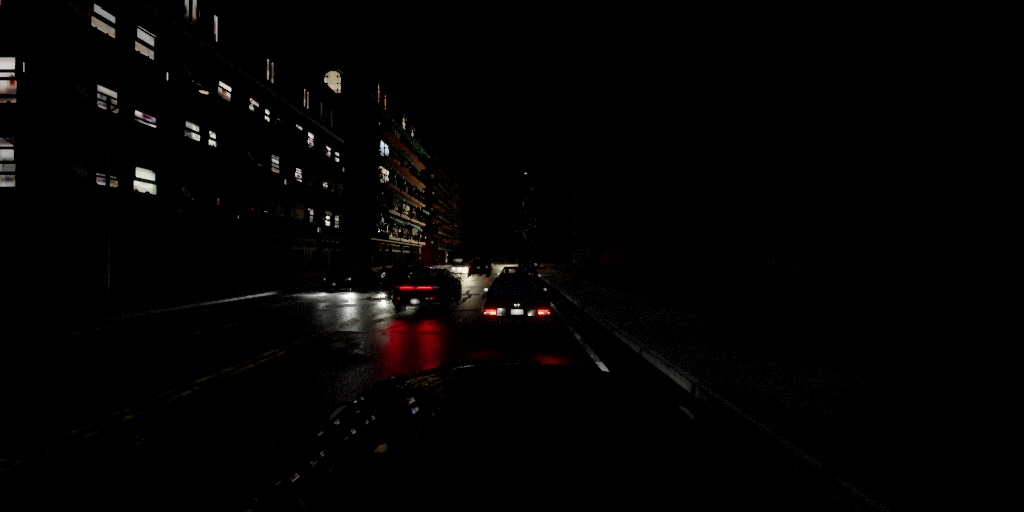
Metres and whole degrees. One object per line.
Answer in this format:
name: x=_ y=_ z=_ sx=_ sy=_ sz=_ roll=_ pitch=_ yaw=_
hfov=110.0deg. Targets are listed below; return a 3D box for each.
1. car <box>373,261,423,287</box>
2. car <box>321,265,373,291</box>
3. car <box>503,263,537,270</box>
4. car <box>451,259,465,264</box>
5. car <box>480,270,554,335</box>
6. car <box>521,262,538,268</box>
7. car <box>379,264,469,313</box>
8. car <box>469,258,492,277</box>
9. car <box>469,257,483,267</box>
car: x=-6.581 y=1.105 z=22.366 sx=2.097 sy=1.767 sz=4.553 roll=0 pitch=0 yaw=0
car: x=-9.831 y=1.278 z=22.127 sx=1.812 sy=1.442 sz=4.674 roll=0 pitch=0 yaw=0
car: x=0.118 y=1.300 z=20.886 sx=2.033 sy=1.411 sz=5.357 roll=0 pitch=0 yaw=0
car: x=-9.739 y=1.242 z=64.716 sx=2.128 sy=1.511 sz=4.902 roll=0 pitch=0 yaw=1
car: x=0.110 y=1.299 z=10.525 sx=2.033 sy=1.411 sz=5.357 roll=0 pitch=0 yaw=0
car: x=1.165 y=1.259 z=30.653 sx=1.837 sy=1.490 sz=4.892 roll=0 pitch=0 yaw=0
car: x=-3.139 y=1.242 z=14.001 sx=2.128 sy=1.511 sz=4.902 roll=0 pitch=0 yaw=0
car: x=-3.119 y=1.104 z=35.791 sx=2.097 sy=1.767 sz=4.553 roll=0 pitch=0 yaw=0
car: x=-6.493 y=1.103 z=64.602 sx=2.097 sy=1.767 sz=4.553 roll=0 pitch=0 yaw=1
